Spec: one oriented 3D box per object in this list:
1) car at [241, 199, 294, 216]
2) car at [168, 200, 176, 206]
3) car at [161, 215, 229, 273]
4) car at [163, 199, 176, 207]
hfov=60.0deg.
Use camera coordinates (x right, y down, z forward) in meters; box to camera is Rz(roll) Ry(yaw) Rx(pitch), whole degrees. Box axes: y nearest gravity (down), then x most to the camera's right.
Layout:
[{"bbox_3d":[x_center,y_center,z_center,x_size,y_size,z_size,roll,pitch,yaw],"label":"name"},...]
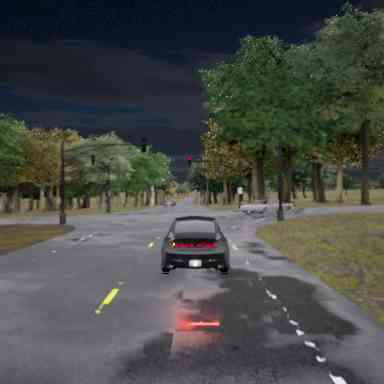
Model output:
[{"bbox_3d":[6.432,1.261,27.988,4.718,1.301,1.895,-2,-1,-34],"label":"car"},{"bbox_3d":[-4.636,2.547,77.782,1.895,1.301,4.718,0,-1,-1],"label":"car"},{"bbox_3d":[0.088,1.515,10.639,1.837,1.490,4.892,0,0,0],"label":"car"},{"bbox_3d":[-4.333,2.124,62.888,2.128,1.511,4.902,0,-1,-1],"label":"car"}]
